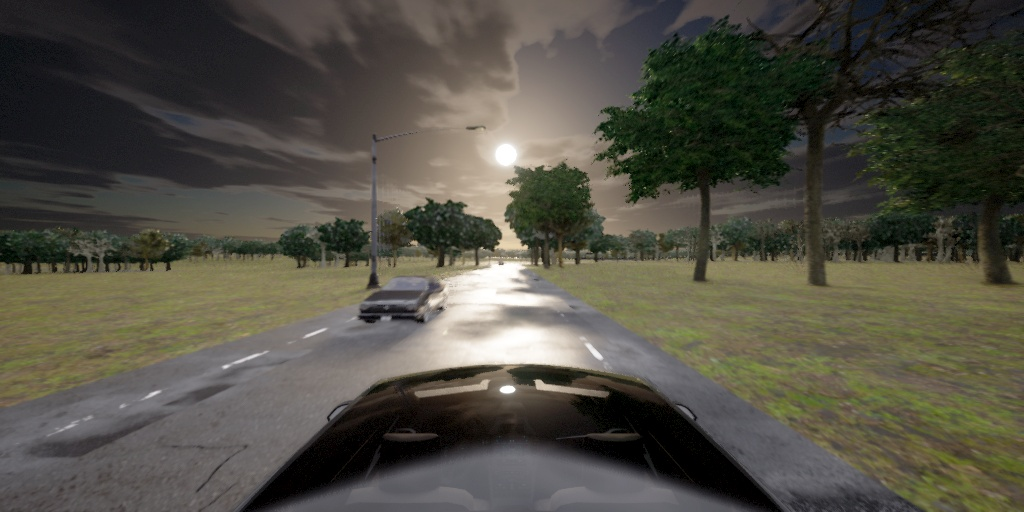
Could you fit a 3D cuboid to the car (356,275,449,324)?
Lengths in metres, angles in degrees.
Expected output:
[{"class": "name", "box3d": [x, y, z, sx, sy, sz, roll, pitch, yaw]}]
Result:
[{"class": "car", "box3d": [-3.493, 1.375, 12.607, 2.033, 1.411, 5.357, 0, 0, 0]}]
